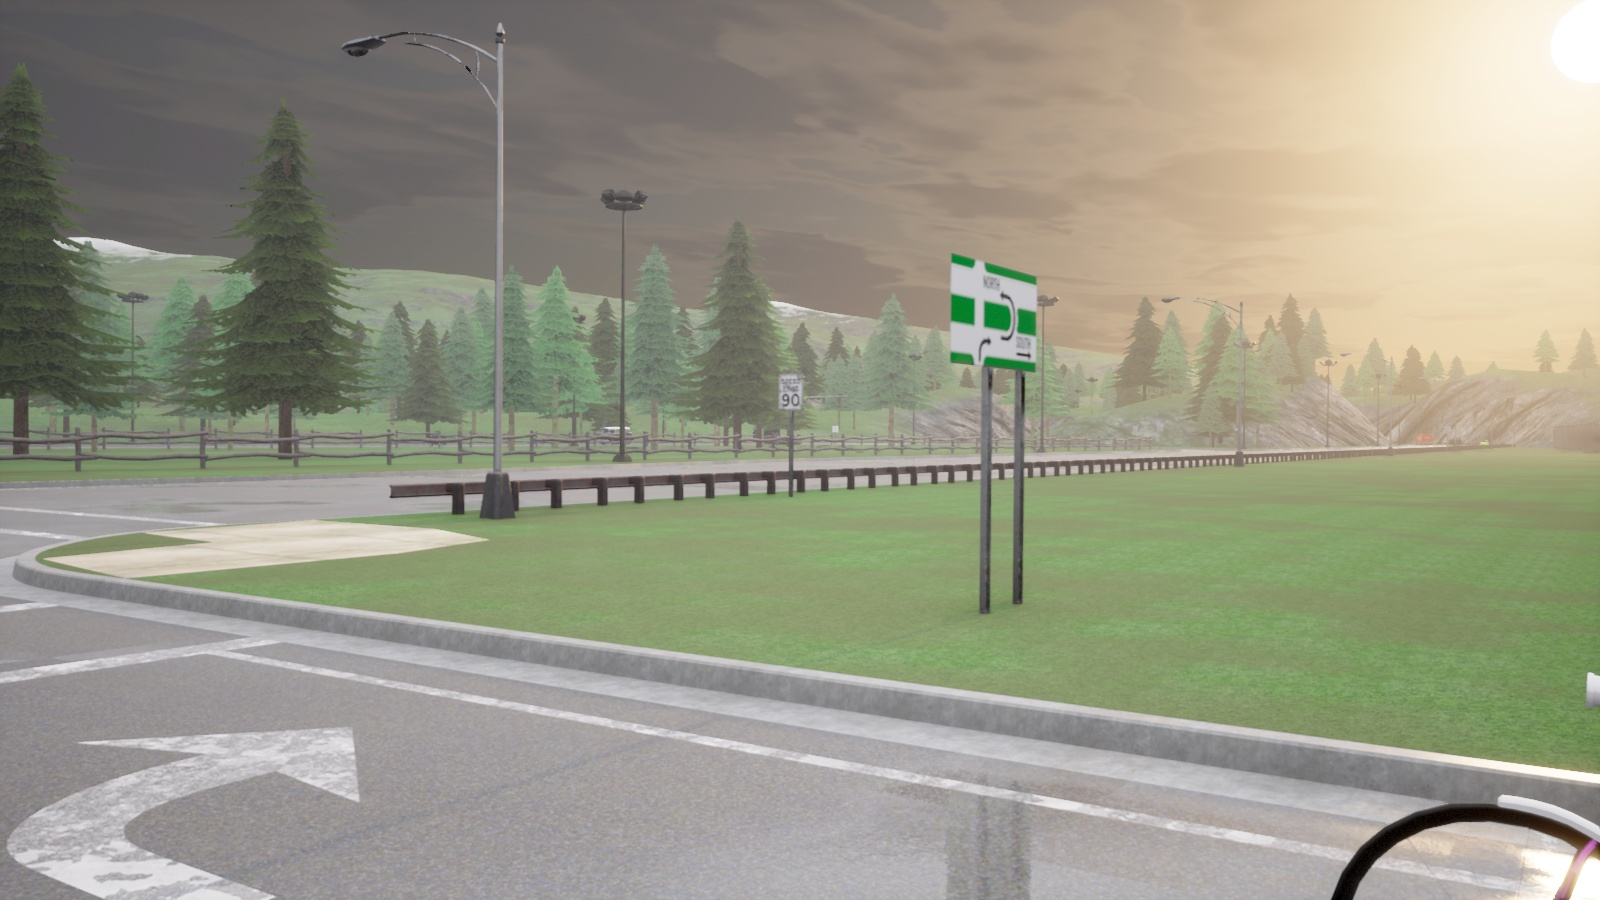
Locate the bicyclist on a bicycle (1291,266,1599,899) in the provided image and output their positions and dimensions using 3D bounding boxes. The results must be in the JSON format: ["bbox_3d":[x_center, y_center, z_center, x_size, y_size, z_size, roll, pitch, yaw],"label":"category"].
[{"bbox_3d":[1.953,0.552,2.323,1.843,1.776,0.659,0,1,34],"label":"bicyclist on a bicycle"}]
